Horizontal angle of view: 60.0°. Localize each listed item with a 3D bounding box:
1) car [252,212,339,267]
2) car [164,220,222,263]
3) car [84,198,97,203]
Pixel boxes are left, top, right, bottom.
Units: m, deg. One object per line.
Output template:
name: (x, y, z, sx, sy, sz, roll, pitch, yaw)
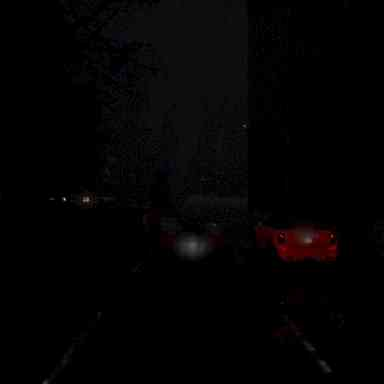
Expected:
car: (3.542, 1.514, 12.247, 2.097, 1.767, 4.553, 0, -1, 1)
car: (0.046, 1.733, 12.654, 1.994, 1.385, 4.181, 0, -1, 1)
car: (-26.896, 2.192, 88.232, 4.674, 1.442, 1.812, 1, 0, 44)
